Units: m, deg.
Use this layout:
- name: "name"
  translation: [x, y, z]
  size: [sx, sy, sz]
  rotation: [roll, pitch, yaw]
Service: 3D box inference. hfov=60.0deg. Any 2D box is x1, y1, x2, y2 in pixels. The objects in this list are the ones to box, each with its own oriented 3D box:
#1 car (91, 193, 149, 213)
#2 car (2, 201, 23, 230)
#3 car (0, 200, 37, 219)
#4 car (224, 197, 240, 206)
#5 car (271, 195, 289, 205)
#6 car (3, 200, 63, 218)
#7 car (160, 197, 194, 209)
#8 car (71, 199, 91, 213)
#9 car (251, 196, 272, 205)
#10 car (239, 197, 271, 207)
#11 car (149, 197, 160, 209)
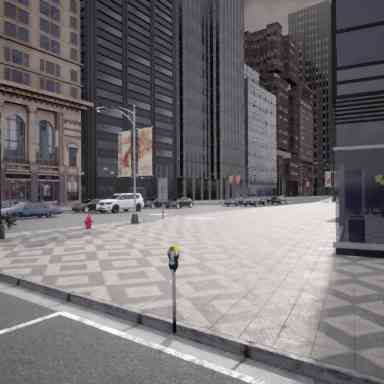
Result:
- name: "car"
  translation: [-7.627, 1.166, 35.938]
  size: [2.150, 2.045, 5.566]
  rotation: [-1, 0, 35]
- name: "car"
  translation: [-12.144, 1.443, 17.920]
  size: [1.837, 1.490, 4.892]
  rotation: [-1, 0, 35]
- name: "car"
  translation: [-16.462, 1.488, 29.139]
  size: [2.128, 1.511, 4.902]
  rotation: [-1, 0, 33]
- name: "car"
  translation: [6.774, 1.424, 50.420]
  size: [2.033, 1.411, 5.357]
  rotation: [-1, 0, 36]
- name: "car"
  translation: [14.913, 1.344, 56.412]
  size: [1.837, 1.490, 4.892]
  rotation: [-1, 0, 35]
- name: "car"
  translation: [-13.500, 1.517, 27.616]
  size: [2.033, 1.411, 5.357]
  rotation: [-1, 0, 35]
- name: "car"
  translation: [-1.655, 1.426, 44.369]
  size: [1.837, 1.490, 4.892]
  rotation: [-1, 0, 35]
- name: "car"
  translation: [-10.987, 1.477, 36.808]
  size: [1.837, 1.490, 4.892]
  rotation: [-1, 0, 35]
- name: "car"
  translation: [12.275, 1.465, 58.311]
  size: [1.895, 1.301, 4.718]
  rotation: [-1, 0, 35]
- name: "car"
  translation: [9.188, 1.453, 48.209]
  size: [1.895, 1.301, 4.718]
  rotation: [-1, 0, 36]
- name: "car"
  translation: [-4.986, 1.453, 45.291]
  size: [1.837, 1.490, 4.892]
  rotation: [-1, 0, 35]
